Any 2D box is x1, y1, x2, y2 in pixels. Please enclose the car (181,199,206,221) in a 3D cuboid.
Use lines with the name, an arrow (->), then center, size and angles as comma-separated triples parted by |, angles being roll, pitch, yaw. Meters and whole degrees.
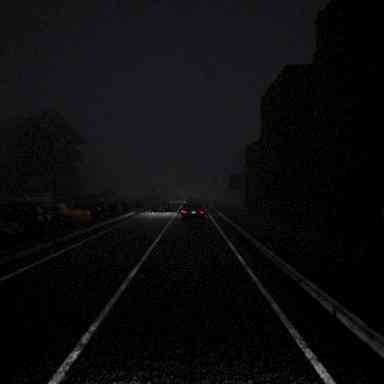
car -> 0.118, 1.499, 26.280 | 2.033, 1.411, 5.357 | 0, 0, 0

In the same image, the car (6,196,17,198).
car -> -22.359, 1.324, 36.437 | 4.553, 1.767, 2.185 | 0, 0, 0

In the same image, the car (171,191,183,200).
car -> -3.177, 1.102, 77.643 | 1.895, 1.301, 4.718 | 0, 0, 0

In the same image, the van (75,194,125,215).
van -> -9.208, 1.232, 33.475 | 4.442, 1.987, 1.878 | 0, 0, 0

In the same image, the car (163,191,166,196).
car -> -9.297, 1.180, 79.145 | 4.674, 1.452, 2.002 | 0, 0, 0

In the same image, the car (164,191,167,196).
car -> -9.460, 1.124, 81.971 | 5.366, 1.575, 1.946 | 0, 0, 0

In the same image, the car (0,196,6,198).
car -> -22.432, 1.205, 33.528 | 5.566, 2.045, 2.435 | 0, 0, 0

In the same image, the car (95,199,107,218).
car -> -9.354, 1.479, 25.251 | 4.892, 1.521, 2.231 | 0, 0, 0

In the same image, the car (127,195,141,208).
car -> -9.288, 1.477, 41.950 | 4.674, 1.452, 2.002 | 0, 0, 0

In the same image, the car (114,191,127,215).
car -> -9.307, 1.213, 30.817 | 5.566, 2.045, 2.435 | 0, 0, 0

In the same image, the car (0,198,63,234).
car -> -9.367, 1.370, 16.900 | 4.553, 1.767, 2.185 | 0, 0, 0

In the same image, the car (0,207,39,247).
car -> -9.413, 1.540, 14.117 | 4.674, 1.452, 2.002 | 0, 0, 0

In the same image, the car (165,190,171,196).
car -> -9.186, 0.839, 90.446 | 5.566, 2.045, 2.435 | 0, 0, 0

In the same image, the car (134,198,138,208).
car -> -9.269, 1.474, 39.167 | 4.792, 1.488, 2.163 | 0, 0, 0

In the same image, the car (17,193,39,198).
car -> -22.397, 1.310, 41.883 | 4.553, 1.767, 2.185 | 0, 0, 0

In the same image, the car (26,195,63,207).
car -> -22.297, 1.290, 50.363 | 4.553, 1.767, 2.185 | 0, 0, 0

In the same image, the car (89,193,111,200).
car -> -21.843, 1.012, 79.198 | 4.553, 1.767, 2.185 | 0, 0, 0

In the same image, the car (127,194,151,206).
car -> -9.075, 1.421, 47.515 | 5.366, 1.575, 1.946 | 0, 0, 0

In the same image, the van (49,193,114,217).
van -> -9.231, 1.246, 28.033 | 4.442, 1.987, 1.878 | 0, 0, 0

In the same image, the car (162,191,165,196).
car -> -9.317, 1.192, 76.319 | 4.674, 1.452, 2.002 | 0, 0, 0

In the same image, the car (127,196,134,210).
car -> -9.304, 1.452, 36.383 | 4.892, 1.521, 2.231 | 0, 0, 0

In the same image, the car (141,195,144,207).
car -> -9.303, 1.460, 44.733 | 4.792, 1.488, 2.163 | 0, 0, 0

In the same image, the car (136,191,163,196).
car -> -9.364, 1.194, 73.493 | 4.792, 1.488, 2.163 | 0, 0, 0

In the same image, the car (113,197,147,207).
car -> -9.264, 1.457, 50.158 | 4.674, 1.452, 2.002 | -1, 0, 1

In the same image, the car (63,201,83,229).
car -> -9.392, 1.491, 19.685 | 4.892, 1.521, 2.231 | 0, 0, 0

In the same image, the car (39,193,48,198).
car -> -22.385, 1.304, 44.668 | 4.553, 1.767, 2.185 | 0, 0, 0

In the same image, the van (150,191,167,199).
van -> -9.310, 0.852, 93.272 | 4.442, 1.987, 1.878 | 0, 0, 0

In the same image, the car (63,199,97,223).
car -> -9.559, 1.481, 22.468 | 5.366, 1.575, 1.946 | 0, 0, 0

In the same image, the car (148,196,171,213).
car -> -3.316, 1.448, 36.510 | 1.812, 1.442, 4.674 | 0, 0, 0
